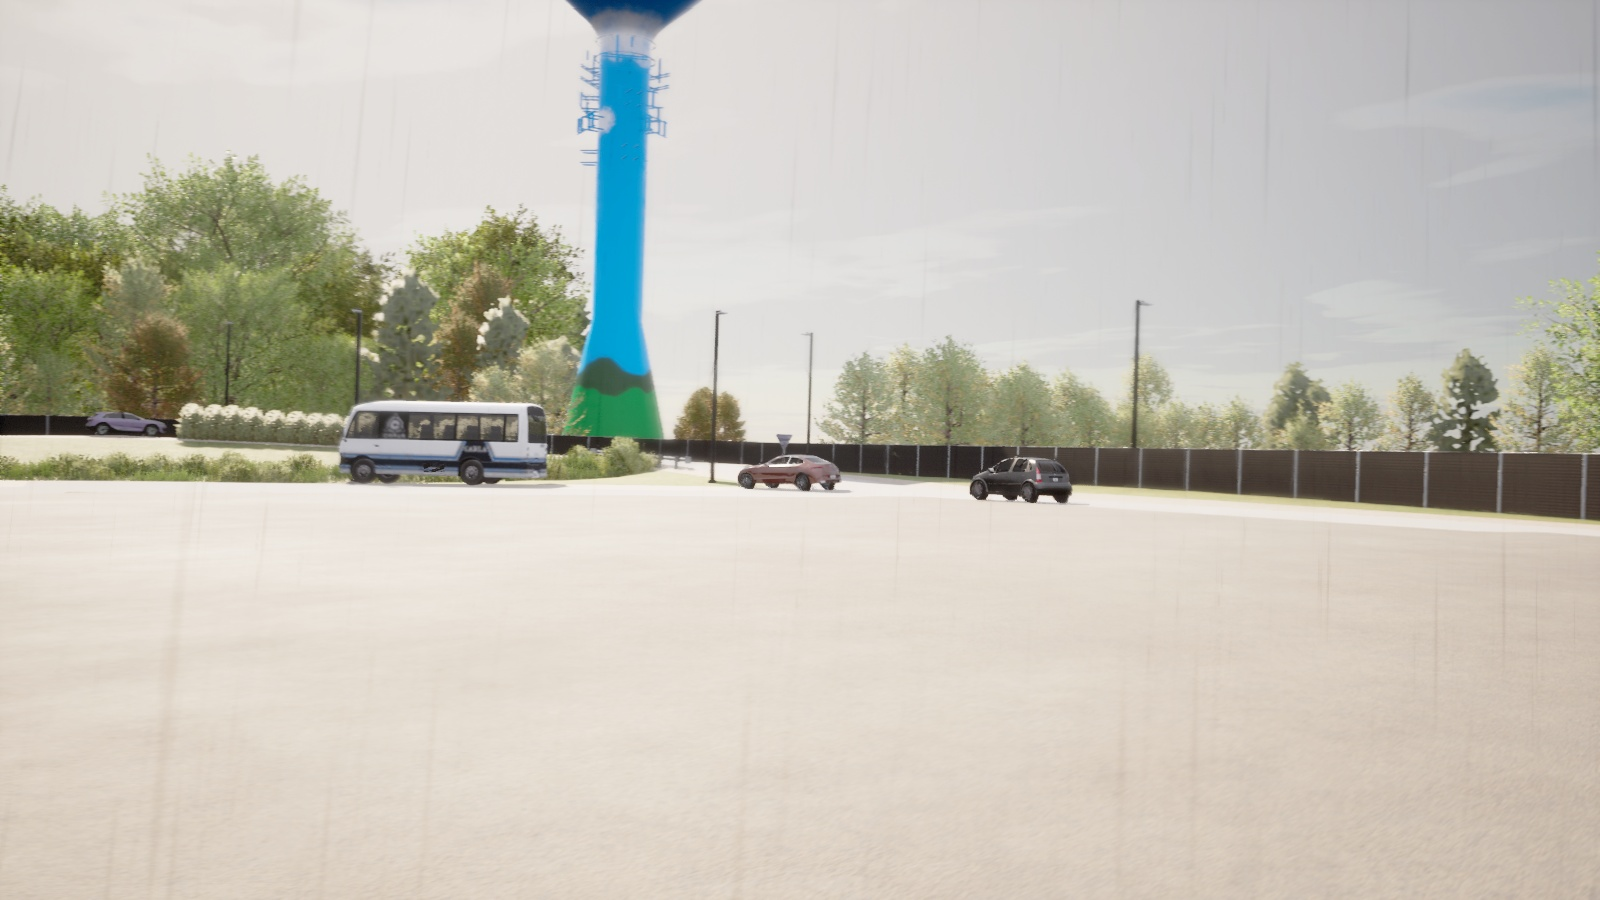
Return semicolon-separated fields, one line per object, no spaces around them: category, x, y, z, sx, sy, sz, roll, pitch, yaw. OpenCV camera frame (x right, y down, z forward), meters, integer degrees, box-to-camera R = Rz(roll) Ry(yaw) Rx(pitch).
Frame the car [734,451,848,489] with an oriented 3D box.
car;-0.457;0.883;58.242;5.027;1.651;2.152;0;1;37

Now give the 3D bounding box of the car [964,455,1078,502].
car;7.923;0.993;45.370;1.851;1.617;3.988;2;-1;-32

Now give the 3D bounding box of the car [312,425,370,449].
car;-33.098;-0.949;90.628;3.705;1.549;1.789;3;-1;-15

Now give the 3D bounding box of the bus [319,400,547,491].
bus;-18.511;-0.242;63.690;10.273;4.253;3.944;1;0;8

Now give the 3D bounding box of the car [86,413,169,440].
car;-45.528;-1.557;85.128;4.856;1.649;2.033;1;0;-27
